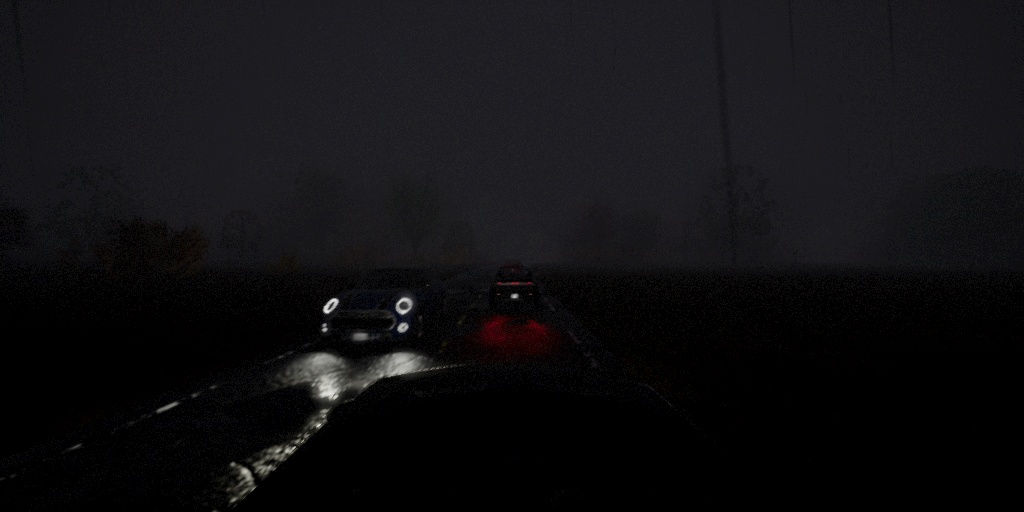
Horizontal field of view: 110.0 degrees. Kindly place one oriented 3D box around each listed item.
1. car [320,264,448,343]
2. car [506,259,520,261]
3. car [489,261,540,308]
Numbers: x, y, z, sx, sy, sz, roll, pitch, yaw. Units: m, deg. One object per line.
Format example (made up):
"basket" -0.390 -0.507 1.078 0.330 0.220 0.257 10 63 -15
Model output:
"car" -3.105 1.051 9.584 2.097 1.767 4.553 0 0 0
"car" 0.086 1.012 34.292 1.882 1.535 5.008 0 0 0
"car" 0.092 1.156 14.732 2.128 1.511 4.902 0 0 0
